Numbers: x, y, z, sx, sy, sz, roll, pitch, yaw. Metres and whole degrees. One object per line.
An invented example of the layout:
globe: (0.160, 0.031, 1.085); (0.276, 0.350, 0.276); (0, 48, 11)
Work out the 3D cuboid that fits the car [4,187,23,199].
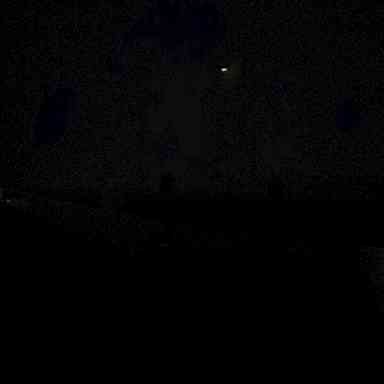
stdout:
car: (-24.559, 0.088, 45.708); (1.882, 1.535, 5.008); (-2, 3, -36)
